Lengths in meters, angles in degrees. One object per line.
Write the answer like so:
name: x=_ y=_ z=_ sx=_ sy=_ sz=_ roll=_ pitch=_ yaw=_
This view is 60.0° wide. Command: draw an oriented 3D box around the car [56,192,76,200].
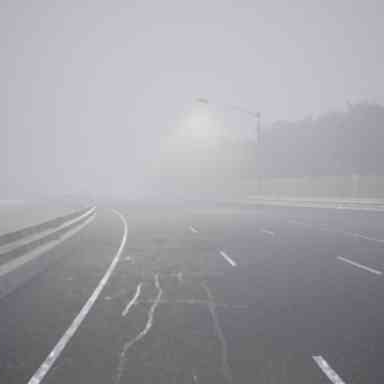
car: x=-25.664 y=0.792 z=66.516 sx=1.882 sy=1.535 sz=5.008 roll=-1 pitch=1 yaw=-44

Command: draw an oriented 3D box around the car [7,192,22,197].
car: x=-44.308 y=0.721 z=82.985 sx=4.892 sy=1.490 sz=1.837 roll=0 pitch=1 yaw=35

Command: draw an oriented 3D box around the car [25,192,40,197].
car: x=-40.553 y=0.730 z=84.594 sx=4.181 sy=1.385 sz=1.994 roll=0 pitch=1 yaw=35

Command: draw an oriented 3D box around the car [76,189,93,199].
car: x=-22.324 y=0.500 z=68.039 sx=2.150 sy=2.045 sz=5.566 roll=-1 pitch=1 yaw=-41

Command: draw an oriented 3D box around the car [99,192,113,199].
car: x=-18.085 y=0.701 z=70.052 sx=1.882 sy=1.535 sz=5.008 roll=-1 pitch=1 yaw=-30
